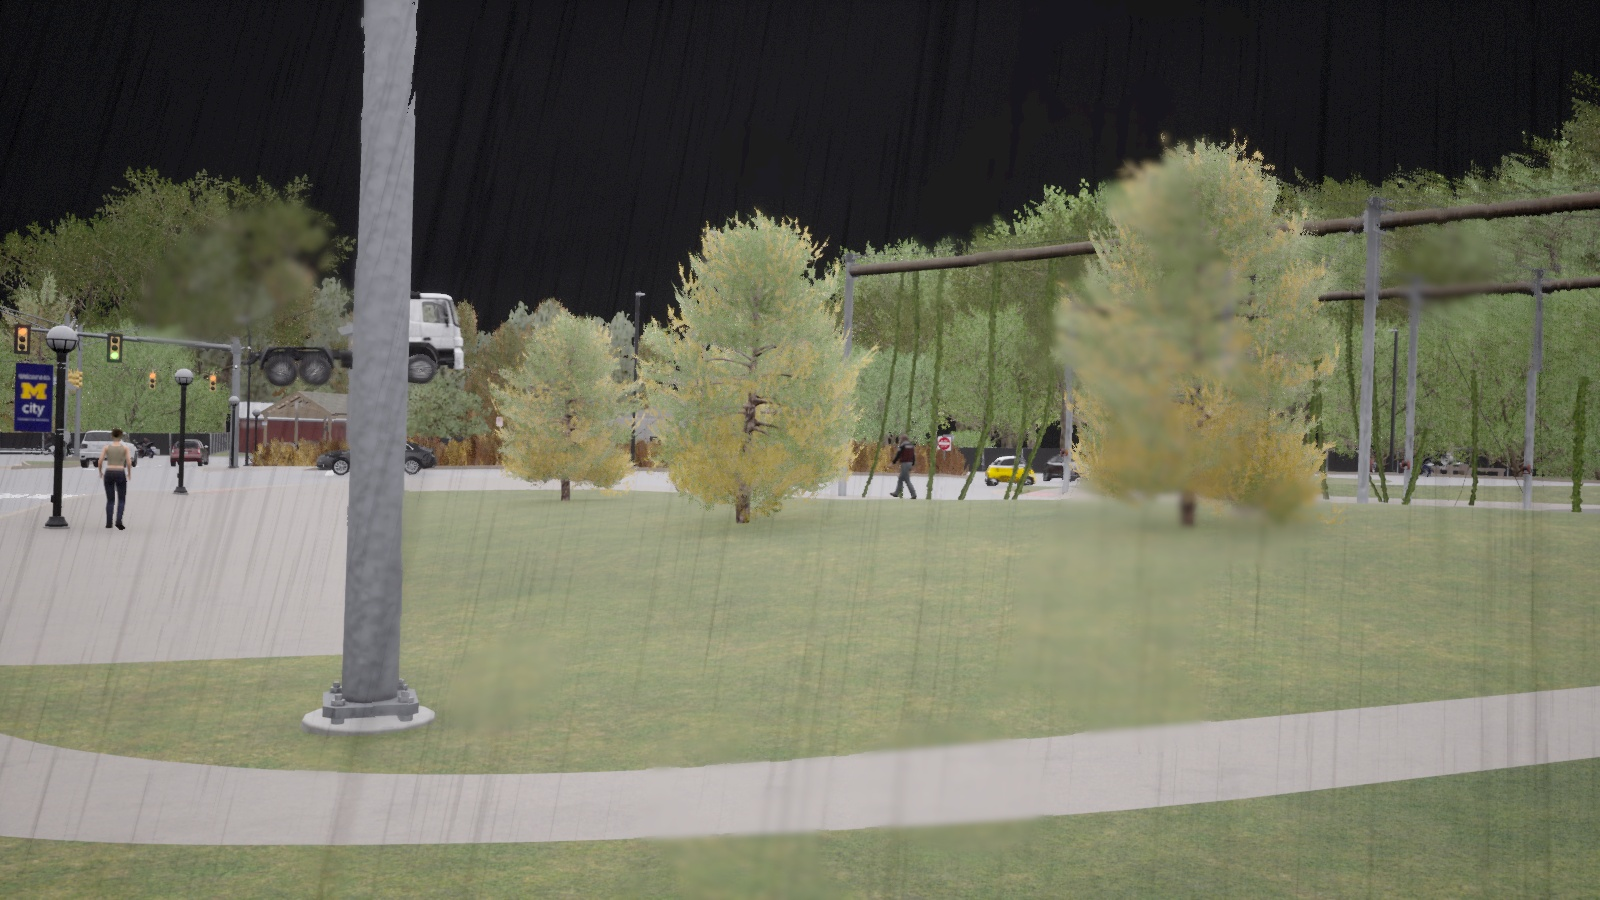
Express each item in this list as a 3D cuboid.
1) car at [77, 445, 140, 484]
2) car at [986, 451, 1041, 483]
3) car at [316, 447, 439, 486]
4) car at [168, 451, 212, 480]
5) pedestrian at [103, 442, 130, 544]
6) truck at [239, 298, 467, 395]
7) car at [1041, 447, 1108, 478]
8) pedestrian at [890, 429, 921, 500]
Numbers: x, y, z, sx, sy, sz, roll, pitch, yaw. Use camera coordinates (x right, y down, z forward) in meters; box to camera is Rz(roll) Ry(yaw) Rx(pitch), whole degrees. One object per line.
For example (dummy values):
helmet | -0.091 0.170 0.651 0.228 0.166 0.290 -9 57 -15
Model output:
car | -38.547 0.798 70.136 2.150 2.045 5.566 -1 0 -19
car | 9.562 0.744 56.459 2.207 1.376 1.481 -1 1 0
car | -18.055 0.697 53.746 4.892 1.490 1.837 -1 1 -20
car | -36.865 0.900 75.985 1.851 1.617 3.988 -1 1 -19
pedestrian | -12.408 0.769 22.802 0.345 1.836 0.594 1 0 -20
truck | -17.332 -4.056 48.913 7.936 3.462 2.891 -4 4 -22
car | 13.987 0.635 64.303 1.816 1.474 4.193 -1 0 -11
pedestrian | 2.822 0.380 33.626 0.720 1.854 0.376 1 1 44
